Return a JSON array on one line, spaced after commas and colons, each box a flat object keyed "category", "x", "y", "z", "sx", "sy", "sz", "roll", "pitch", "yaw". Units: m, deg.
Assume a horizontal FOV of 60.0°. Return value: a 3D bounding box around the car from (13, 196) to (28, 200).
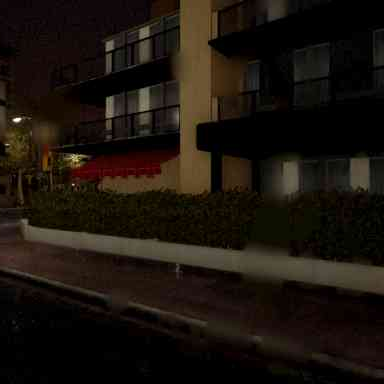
[{"category": "car", "x": -36.209, "y": 1.481, "z": 67.988, "sx": 4.892, "sy": 1.521, "sz": 2.231, "roll": 0, "pitch": 0, "yaw": 36}]
